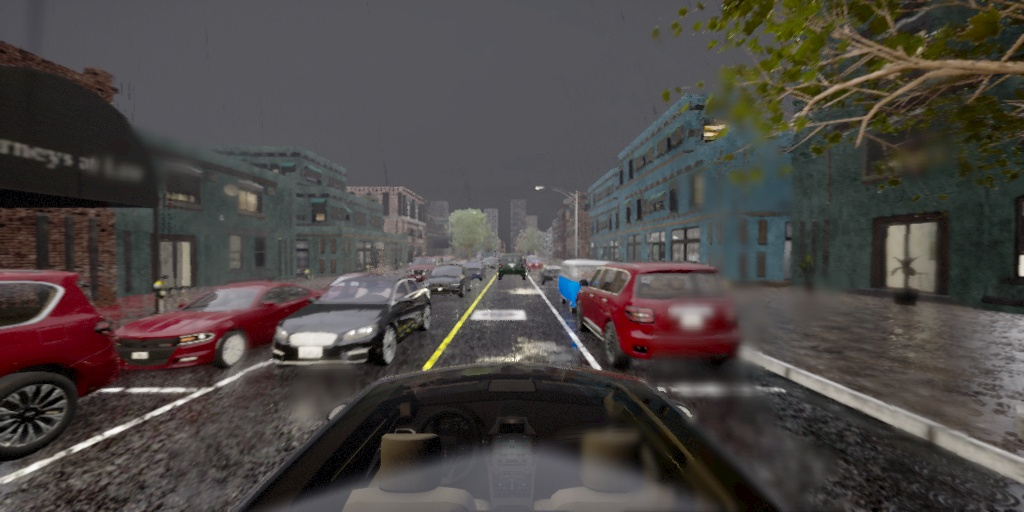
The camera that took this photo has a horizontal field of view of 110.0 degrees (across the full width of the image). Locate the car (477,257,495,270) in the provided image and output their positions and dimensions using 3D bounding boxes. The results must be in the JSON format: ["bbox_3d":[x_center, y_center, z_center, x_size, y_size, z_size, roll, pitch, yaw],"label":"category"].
[{"bbox_3d":[-2.997,1.033,46.267,1.837,1.490,4.892,0,0,0],"label":"car"}]

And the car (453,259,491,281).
[{"bbox_3d":[-3.047,1.154,28.307,2.033,1.411,5.357,0,0,0],"label":"car"}]

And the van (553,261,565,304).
[{"bbox_3d":[2.695,1.029,13.282,1.690,1.789,3.998,0,0,0],"label":"van"}]

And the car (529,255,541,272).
[{"bbox_3d":[2.697,0.978,41.002,1.967,1.591,4.097,0,0,0],"label":"car"}]

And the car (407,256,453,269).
[{"bbox_3d":[-5.685,0.943,24.371,2.192,1.841,5.009,0,0,0],"label":"car"}]

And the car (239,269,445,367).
[{"bbox_3d":[-3.094,1.208,7.969,2.128,1.511,4.902,0,0,0],"label":"car"}]

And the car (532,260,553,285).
[{"bbox_3d":[2.696,1.178,24.370,2.007,1.370,4.403,0,0,0],"label":"car"}]

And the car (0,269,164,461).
[{"bbox_3d":[-5.686,1.062,2.195,2.192,1.841,5.009,0,0,0],"label":"car"}]

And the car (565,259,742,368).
[{"bbox_3d":[2.695,1.032,7.738,2.192,1.841,5.009,0,0,0],"label":"car"}]

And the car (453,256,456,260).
[{"bbox_3d":[-5.684,0.913,29.915,2.192,1.841,5.009,0,0,0],"label":"car"}]

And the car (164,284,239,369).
[{"bbox_3d":[-5.686,1.263,7.739,1.888,1.381,4.507,0,0,0],"label":"car"}]

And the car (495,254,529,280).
[{"bbox_3d":[0.016,0.824,29.643,2.150,2.045,5.566,0,1,0],"label":"car"}]

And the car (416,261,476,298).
[{"bbox_3d":[-3.091,1.169,17.854,1.837,1.490,4.892,0,0,0],"label":"car"}]
